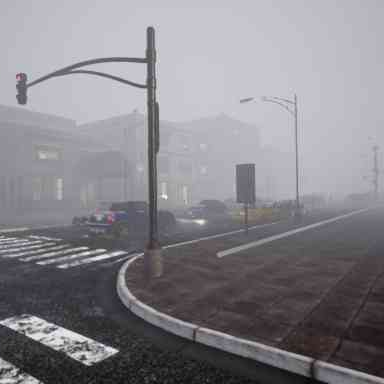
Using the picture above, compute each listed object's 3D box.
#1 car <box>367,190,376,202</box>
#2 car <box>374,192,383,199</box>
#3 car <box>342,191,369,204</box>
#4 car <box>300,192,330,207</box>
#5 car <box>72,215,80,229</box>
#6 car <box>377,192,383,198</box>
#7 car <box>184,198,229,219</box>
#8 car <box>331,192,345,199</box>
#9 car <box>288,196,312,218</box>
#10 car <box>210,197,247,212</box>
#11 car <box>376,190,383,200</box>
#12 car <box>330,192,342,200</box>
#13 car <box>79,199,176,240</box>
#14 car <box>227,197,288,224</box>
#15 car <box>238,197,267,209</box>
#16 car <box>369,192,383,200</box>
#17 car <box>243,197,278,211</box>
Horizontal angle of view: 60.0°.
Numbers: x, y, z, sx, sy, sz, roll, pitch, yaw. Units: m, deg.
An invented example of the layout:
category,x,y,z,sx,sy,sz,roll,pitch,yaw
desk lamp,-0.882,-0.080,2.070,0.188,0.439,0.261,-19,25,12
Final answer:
category,x,y,z,sx,sy,sz,roll,pitch,yaw
car,27.023,0.860,52.117,1.837,1.490,4.892,-1,0,36
car,40.136,0.720,70.893,1.947,1.339,4.313,-1,0,36
car,22.899,0.898,46.460,1.882,1.535,5.008,-1,0,36
car,14.759,1.056,40.439,2.128,1.511,4.902,-1,0,36
car,-4.526,1.489,19.411,1.895,1.301,4.718,-1,0,37
car,43.217,0.652,75.115,1.887,1.381,4.507,-1,0,36
car,1.258,1.320,27.317,1.812,1.442,4.674,-1,0,36
car,33.362,0.743,75.826,1.967,1.590,4.097,-1,0,36
car,7.576,1.217,26.159,2.008,1.369,4.403,-1,0,36
car,3.960,1.290,35.428,1.752,1.417,4.829,-1,0,36
car,33.621,0.570,61.946,2.192,1.841,5.009,-1,0,36
car,30.107,0.935,71.353,1.802,1.307,4.206,-1,0,36
car,-2.825,1.194,16.446,2.097,1.767,4.553,-1,0,38
car,4.420,1.242,21.823,1.752,1.417,4.829,-1,0,36
car,7.316,1.293,40.039,1.802,1.307,4.206,-1,0,36
car,36.880,0.770,66.420,1.947,1.339,4.313,-1,0,36
car,7.428,1.297,35.788,1.895,1.301,4.718,-1,0,36
